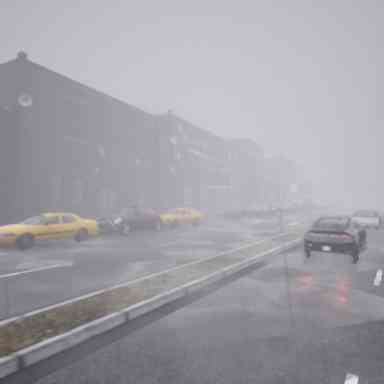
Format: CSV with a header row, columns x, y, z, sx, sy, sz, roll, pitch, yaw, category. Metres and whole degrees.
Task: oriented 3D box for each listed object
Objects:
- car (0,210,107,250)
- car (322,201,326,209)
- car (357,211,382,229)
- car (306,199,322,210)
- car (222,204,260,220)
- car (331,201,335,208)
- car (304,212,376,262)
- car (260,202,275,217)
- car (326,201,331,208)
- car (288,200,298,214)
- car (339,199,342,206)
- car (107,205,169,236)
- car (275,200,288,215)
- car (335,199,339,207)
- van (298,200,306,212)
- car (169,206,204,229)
x,y,z,sx,sy,sz,roll,pitch,yaw,category
-6.865,1.674,15.812,1.946,1.575,5.366,0,-1,32,car
25.156,2.723,67.538,2.097,1.535,5.008,0,-1,32,car
13.474,2.103,25.578,1.895,1.301,4.718,0,-1,32,car
22.298,2.379,62.923,2.435,2.045,5.566,0,-1,32,car
4.868,2.061,34.765,2.231,1.521,4.892,0,-1,32,car
30.986,2.788,76.956,2.185,1.767,4.553,0,-1,32,car
5.895,1.750,13.394,2.128,1.511,4.902,0,-1,32,car
7.773,2.195,39.459,2.002,1.452,4.674,0,-1,32,car
28.064,2.820,72.236,2.231,1.521,4.892,0,-1,32,car
13.539,2.218,48.773,2.185,1.767,4.553,0,-1,32,car
36.852,3.146,86.430,2.002,1.452,4.674,0,-1,32,car
-3.843,1.650,20.697,2.185,1.767,4.553,0,-1,32,car
10.631,2.123,44.077,2.185,1.767,4.553,0,-1,32,car
33.895,2.883,81.653,2.185,1.767,4.553,0,-1,32,car
16.370,2.210,53.347,1.878,1.987,4.442,0,-1,32,van
-1.047,1.864,25.208,1.946,1.575,5.366,0,-1,32,car
